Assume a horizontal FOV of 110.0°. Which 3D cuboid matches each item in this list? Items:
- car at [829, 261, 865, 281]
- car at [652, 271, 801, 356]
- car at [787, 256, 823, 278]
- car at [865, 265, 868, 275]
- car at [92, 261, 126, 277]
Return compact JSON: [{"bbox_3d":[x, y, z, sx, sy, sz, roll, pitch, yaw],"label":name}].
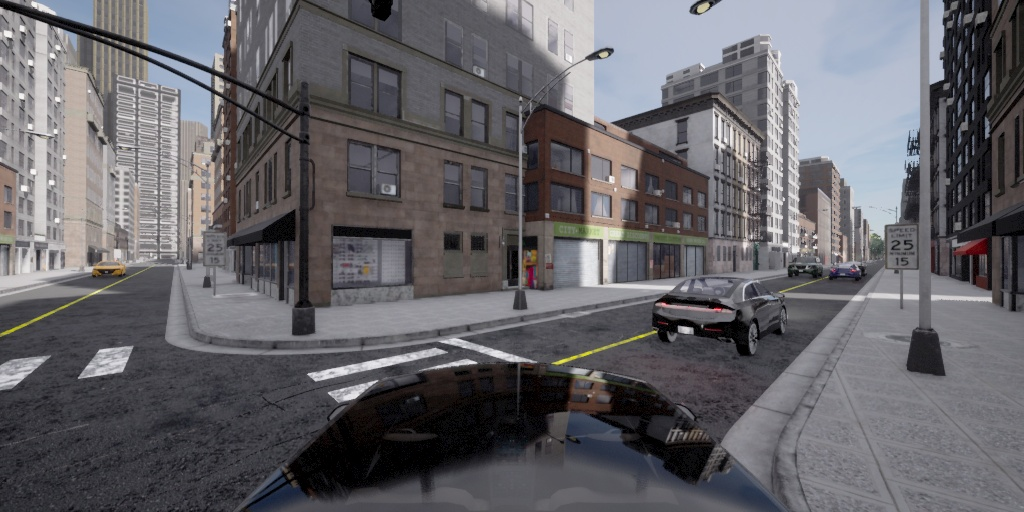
[{"bbox_3d":[28.623,1.328,30.762,4.674,1.442,1.812,0,0,-43],"label":"car"},{"bbox_3d":[5.178,1.248,8.715,4.902,1.511,2.128,0,0,-43],"label":"car"},{"bbox_3d":[28.767,1.031,35.110,5.566,2.045,2.150,0,0,-43],"label":"car"},{"bbox_3d":[36.083,1.302,37.869,5.008,1.535,1.882,0,0,-43],"label":"car"},{"bbox_3d":[-39.334,1.211,35.083,1.882,1.535,5.008,0,0,-43],"label":"car"}]
